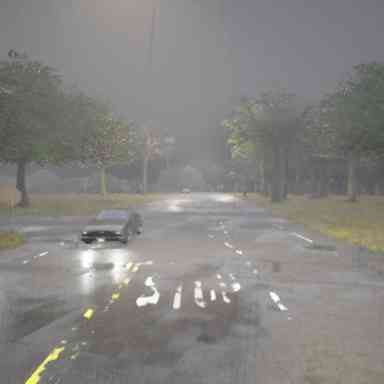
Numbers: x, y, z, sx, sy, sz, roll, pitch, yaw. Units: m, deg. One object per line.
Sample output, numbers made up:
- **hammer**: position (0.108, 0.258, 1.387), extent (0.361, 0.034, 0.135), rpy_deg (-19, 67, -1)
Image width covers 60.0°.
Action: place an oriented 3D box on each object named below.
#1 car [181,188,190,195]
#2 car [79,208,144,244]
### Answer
- **car**: position (-1.542, -0.108, 77.482), extent (1.882, 1.535, 5.008), rpy_deg (0, 1, 2)
- **car**: position (-3.487, 1.461, 15.556), extent (2.033, 1.411, 5.357), rpy_deg (0, 1, 1)
